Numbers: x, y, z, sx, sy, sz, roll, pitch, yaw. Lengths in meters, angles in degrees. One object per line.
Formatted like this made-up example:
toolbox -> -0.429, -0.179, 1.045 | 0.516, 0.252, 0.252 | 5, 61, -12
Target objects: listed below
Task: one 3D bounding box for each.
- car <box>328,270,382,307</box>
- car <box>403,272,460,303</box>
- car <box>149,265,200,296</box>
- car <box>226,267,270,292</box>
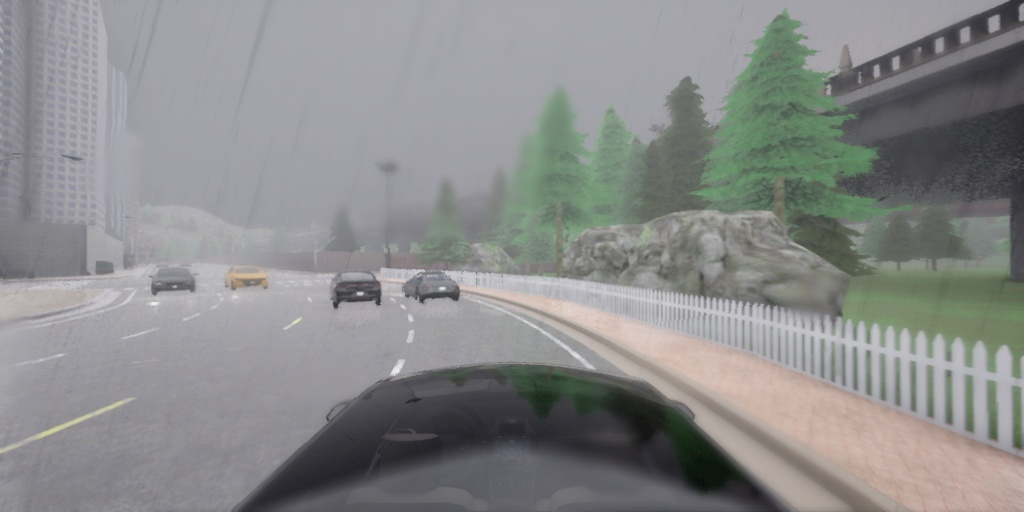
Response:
car -> -7.329, 1.379, 16.626 | 1.882, 1.535, 5.008 | 0, 0, -29
car -> -4.138, 1.476, 18.099 | 1.994, 1.385, 4.181 | 0, -1, -29
car -> -20.210, 1.477, 21.492 | 1.837, 1.490, 4.892 | 1, -1, -44
car -> -17.596, 1.462, 23.817 | 1.882, 1.535, 5.008 | 0, -1, -44
